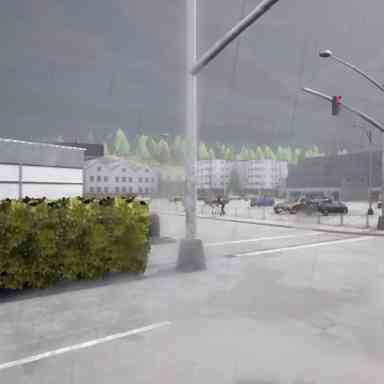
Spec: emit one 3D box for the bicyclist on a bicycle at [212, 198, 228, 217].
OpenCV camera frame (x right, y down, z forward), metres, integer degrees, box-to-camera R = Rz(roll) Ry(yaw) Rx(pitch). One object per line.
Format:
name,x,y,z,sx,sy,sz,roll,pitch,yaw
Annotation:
bicyclist on a bicycle,2.365,1.301,28.018,1.656,1.620,0.582,0,0,-35

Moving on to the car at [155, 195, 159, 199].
car,-11.327,1.286,90.768,5.008,1.535,1.882,0,0,-35

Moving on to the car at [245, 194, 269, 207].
car,9.802,1.319,46.591,3.633,1.501,1.845,0,0,-35

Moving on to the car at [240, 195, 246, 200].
car,13.628,1.153,72.806,5.027,1.636,2.152,0,0,-35

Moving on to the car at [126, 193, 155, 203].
car,-9.357,1.361,60.551,3.806,1.475,1.970,0,0,-35

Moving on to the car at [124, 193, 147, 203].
car,-10.758,1.077,63.628,3.866,1.878,1.905,0,0,-35

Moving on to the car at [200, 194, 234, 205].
car,4.119,1.298,54.811,4.514,1.523,2.007,0,0,-35

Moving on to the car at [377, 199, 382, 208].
car,25.679,1.384,43.044,3.806,1.475,1.970,0,0,-35

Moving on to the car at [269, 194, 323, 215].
car,10.286,1.330,32.485,5.027,1.636,2.152,0,0,-35

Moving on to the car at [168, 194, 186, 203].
car,-2.425,1.097,65.434,4.605,1.855,1.932,0,0,-35

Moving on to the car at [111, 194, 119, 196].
car,-19.743,1.333,84.931,4.902,1.511,2.128,0,0,-35

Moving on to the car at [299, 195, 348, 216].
car,12.124,1.339,29.942,4.514,1.523,2.007,0,0,-35

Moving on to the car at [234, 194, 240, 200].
car,9.691,1.232,77.884,3.806,1.475,1.970,0,0,-35

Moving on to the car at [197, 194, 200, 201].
car,1.814,1.298,76.855,4.514,1.523,2.007,0,0,-35
